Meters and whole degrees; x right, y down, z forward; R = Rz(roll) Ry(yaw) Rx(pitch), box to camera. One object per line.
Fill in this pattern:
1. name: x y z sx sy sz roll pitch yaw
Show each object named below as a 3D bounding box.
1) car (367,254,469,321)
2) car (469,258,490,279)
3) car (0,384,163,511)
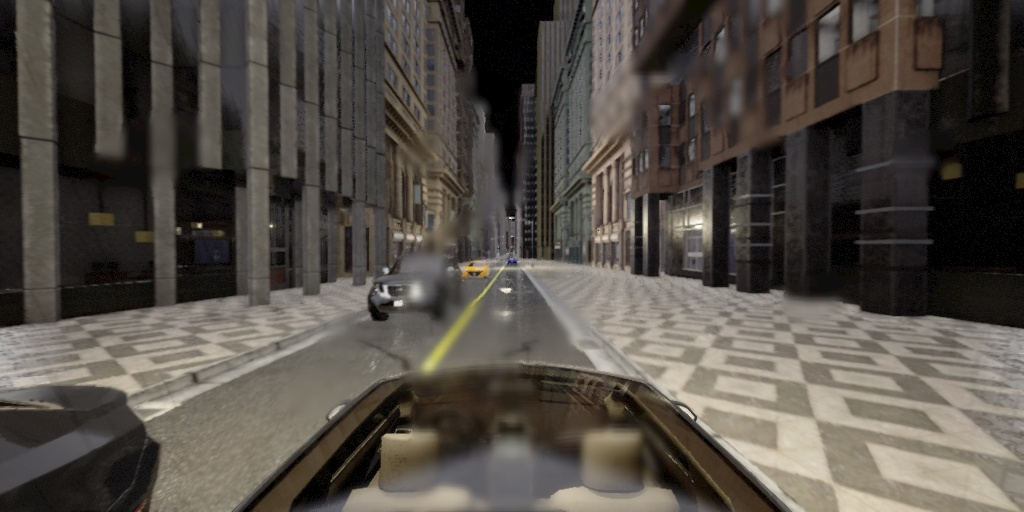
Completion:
1. car: -3.074 0.955 12.682 2.150 2.045 5.566 0 0 1
2. car: -3.030 1.177 31.610 1.882 1.535 5.008 0 0 0
3. car: -3.097 1.257 0.145 1.837 1.490 4.892 0 0 0
